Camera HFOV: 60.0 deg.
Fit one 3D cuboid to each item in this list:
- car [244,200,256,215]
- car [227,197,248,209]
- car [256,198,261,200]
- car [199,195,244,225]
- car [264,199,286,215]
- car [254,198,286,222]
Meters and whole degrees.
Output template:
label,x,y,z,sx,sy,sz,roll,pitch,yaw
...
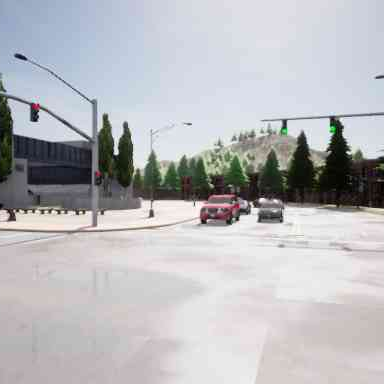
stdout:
label,x,y,z,sx,sy,sz,roll,pitch,yaw
car,5.165,1.580,34.852,2.033,1.411,5.357,0,0,15
car,6.473,1.522,47.907,1.882,1.535,5.008,0,0,-4
car,10.013,1.590,47.207,2.033,1.411,5.357,0,0,-3
car,2.245,1.245,25.118,2.150,2.045,5.566,0,0,18
car,8.866,1.523,35.727,2.128,1.511,4.902,0,0,12
car,6.368,1.529,26.649,1.837,1.490,4.892,0,0,17
